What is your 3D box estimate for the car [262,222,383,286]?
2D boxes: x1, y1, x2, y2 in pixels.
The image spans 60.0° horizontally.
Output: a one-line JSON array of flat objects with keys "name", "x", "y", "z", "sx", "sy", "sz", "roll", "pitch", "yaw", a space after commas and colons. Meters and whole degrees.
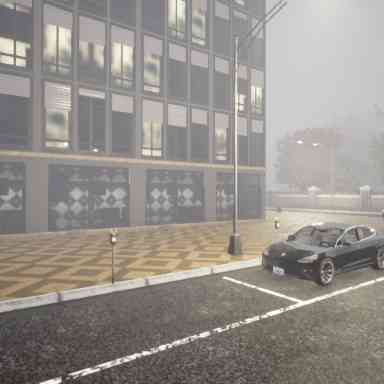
[{"name": "car", "x": 3.896, "y": 1.562, "z": 9.423, "sx": 4.313, "sy": 1.339, "sz": 1.947, "roll": 0, "pitch": 0, "yaw": -35}]
